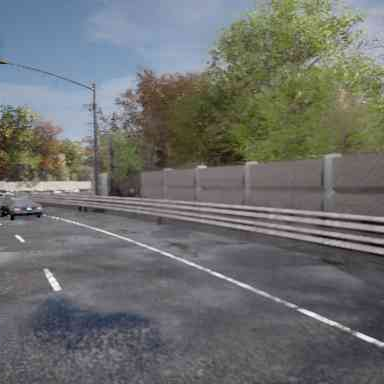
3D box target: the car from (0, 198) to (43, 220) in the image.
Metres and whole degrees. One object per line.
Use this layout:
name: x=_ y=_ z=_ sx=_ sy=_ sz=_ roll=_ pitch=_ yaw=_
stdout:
car: x=-12.078 y=1.113 z=23.344 sx=2.033 sy=1.411 sz=5.357 roll=-2 pitch=2 yaw=-40
